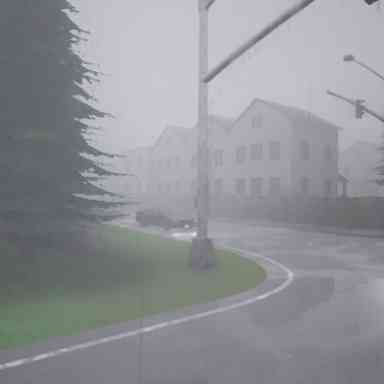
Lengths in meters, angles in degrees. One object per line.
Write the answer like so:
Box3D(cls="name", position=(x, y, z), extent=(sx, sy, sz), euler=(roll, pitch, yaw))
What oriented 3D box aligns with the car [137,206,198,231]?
Box3D(cls="car", position=(-1.812, 1.616, 21.490), extent=(2.033, 1.411, 5.357), euler=(1, 0, -35))
